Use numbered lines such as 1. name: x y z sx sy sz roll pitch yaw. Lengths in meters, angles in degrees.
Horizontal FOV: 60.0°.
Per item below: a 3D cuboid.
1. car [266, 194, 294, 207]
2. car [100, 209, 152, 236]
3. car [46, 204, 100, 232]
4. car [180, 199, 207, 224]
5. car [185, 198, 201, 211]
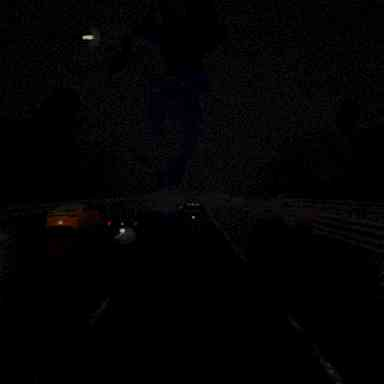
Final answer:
1. car: 11.737 1.348 45.344 2.150 2.045 5.566 0 0 -13
2. car: -3.385 1.607 18.500 1.895 1.301 4.718 1 0 0
3. car: -6.898 1.476 19.923 1.882 1.535 5.008 0 -1 0
4. car: 0.109 1.511 25.078 2.128 1.511 4.902 0 0 0
5. car: 0.113 1.585 42.841 2.033 1.411 5.357 0 0 0
